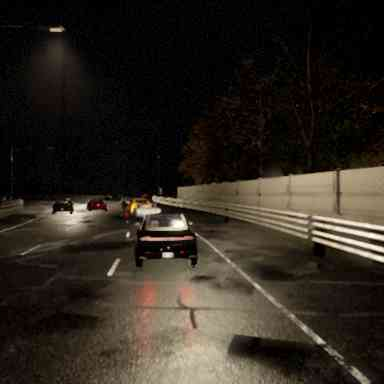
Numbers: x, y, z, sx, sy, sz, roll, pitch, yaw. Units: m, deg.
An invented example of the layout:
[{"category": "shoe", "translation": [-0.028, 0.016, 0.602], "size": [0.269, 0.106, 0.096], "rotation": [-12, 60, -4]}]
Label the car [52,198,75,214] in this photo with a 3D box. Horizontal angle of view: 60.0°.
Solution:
[{"category": "car", "translation": [-12.966, 1.397, 33.614], "size": [2.128, 1.511, 4.902], "rotation": [0, 0, -19]}]

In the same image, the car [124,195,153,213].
[{"category": "car", "translation": [-5.149, 1.365, 32.441], "size": [1.882, 1.535, 5.008], "rotation": [0, 0, -17]}]

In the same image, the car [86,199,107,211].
[{"category": "car", "translation": [-11.136, 1.444, 38.694], "size": [1.994, 1.385, 4.181], "rotation": [0, 0, -21]}]

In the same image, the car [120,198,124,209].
[{"category": "car", "translation": [-7.334, 1.357, 39.733], "size": [2.128, 1.511, 4.902], "rotation": [0, 0, -15]}]

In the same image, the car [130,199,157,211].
[{"category": "car", "translation": [-3.667, 1.507, 26.559], "size": [1.895, 1.301, 4.718], "rotation": [0, 0, -14]}]

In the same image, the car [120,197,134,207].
[{"category": "car", "translation": [-9.460, 1.438, 48.310], "size": [1.895, 1.301, 4.718], "rotation": [0, 0, -12]}]

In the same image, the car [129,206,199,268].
[{"category": "car", "translation": [-0.921, 1.450, 11.193], "size": [2.128, 1.511, 4.902], "rotation": [0, 0, -7]}]
